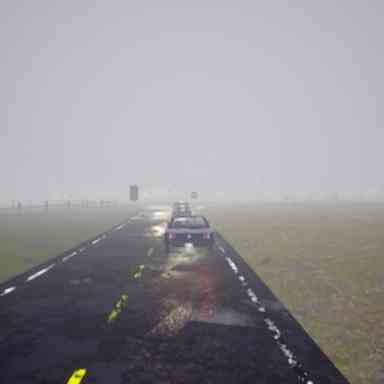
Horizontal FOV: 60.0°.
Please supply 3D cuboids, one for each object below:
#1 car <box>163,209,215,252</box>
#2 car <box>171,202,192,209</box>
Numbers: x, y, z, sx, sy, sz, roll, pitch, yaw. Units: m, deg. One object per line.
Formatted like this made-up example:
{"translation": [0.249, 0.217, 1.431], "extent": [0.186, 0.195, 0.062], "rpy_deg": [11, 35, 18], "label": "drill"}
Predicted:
{"translation": [-0.157, 1.612, 14.022], "extent": [1.895, 1.301, 4.718], "rpy_deg": [0, 0, -2], "label": "car"}
{"translation": [-0.969, 1.593, 31.120], "extent": [2.033, 1.411, 5.357], "rpy_deg": [0, 0, -4], "label": "car"}
